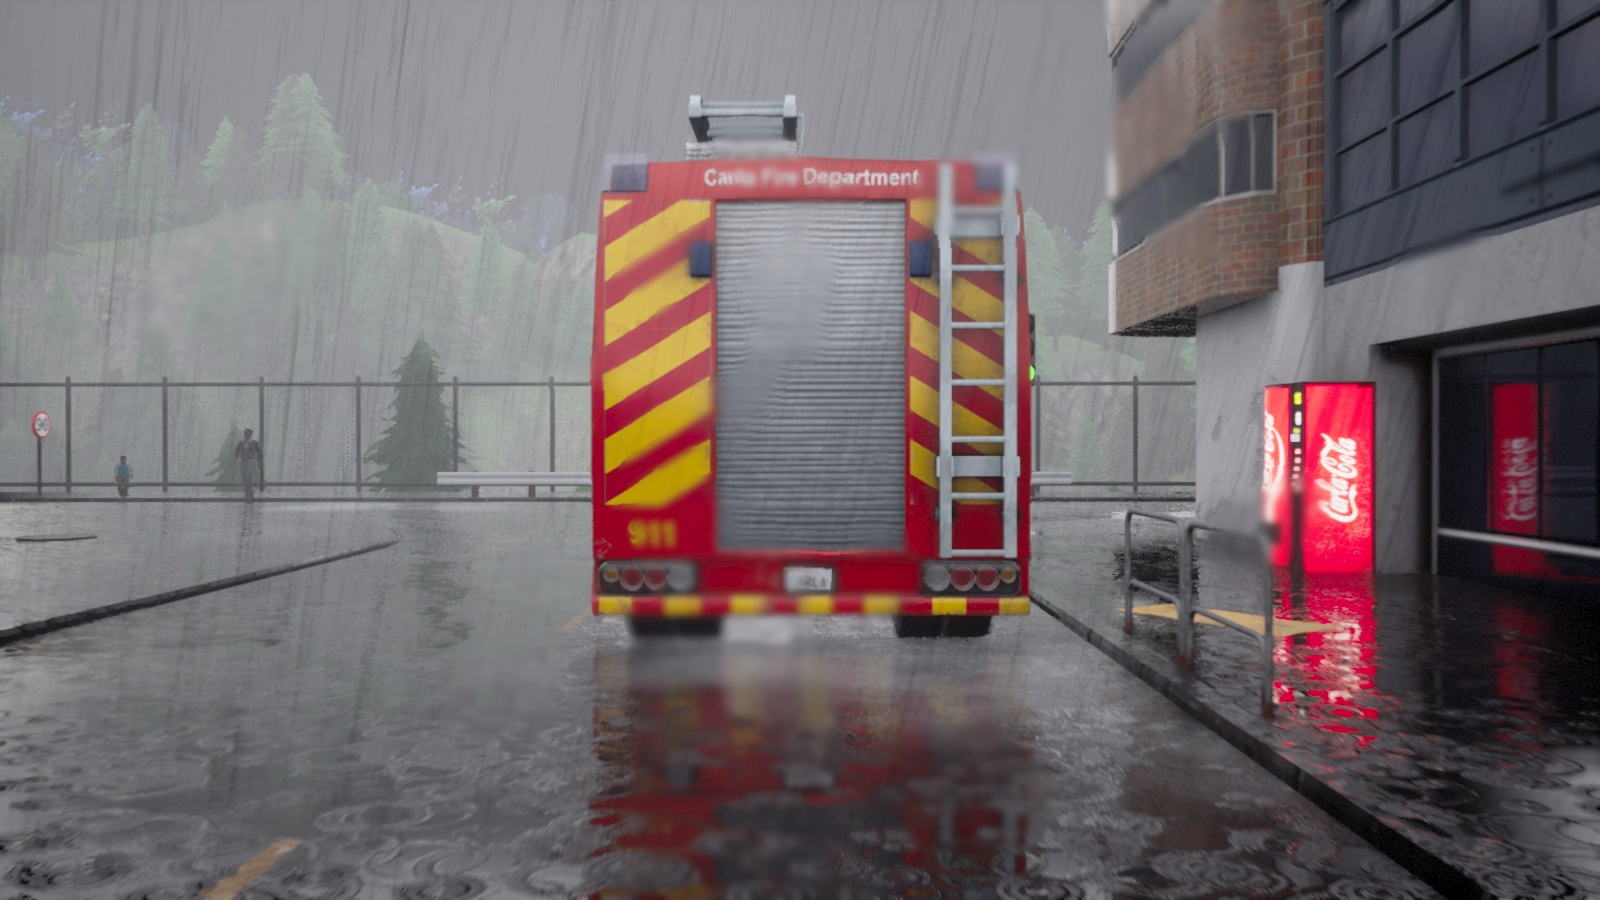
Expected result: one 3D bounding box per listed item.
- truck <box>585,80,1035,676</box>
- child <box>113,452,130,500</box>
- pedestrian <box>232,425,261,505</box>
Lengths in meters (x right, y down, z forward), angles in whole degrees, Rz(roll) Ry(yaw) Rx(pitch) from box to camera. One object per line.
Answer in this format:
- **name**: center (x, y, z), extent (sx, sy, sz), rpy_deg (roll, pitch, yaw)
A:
- **truck**: center (0.086, -0.491, 12.308), extent (2.891, 3.827, 8.468), rpy_deg (0, 0, 0)
- **child**: center (-16.991, 0.648, 31.468), extent (0.343, 1.192, 0.448), rpy_deg (0, 0, -24)
- **pedestrian**: center (-13.425, 0.352, 30.461), extent (0.402, 1.930, 0.666), rpy_deg (0, 0, 1)
